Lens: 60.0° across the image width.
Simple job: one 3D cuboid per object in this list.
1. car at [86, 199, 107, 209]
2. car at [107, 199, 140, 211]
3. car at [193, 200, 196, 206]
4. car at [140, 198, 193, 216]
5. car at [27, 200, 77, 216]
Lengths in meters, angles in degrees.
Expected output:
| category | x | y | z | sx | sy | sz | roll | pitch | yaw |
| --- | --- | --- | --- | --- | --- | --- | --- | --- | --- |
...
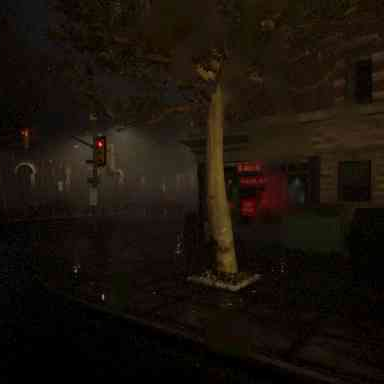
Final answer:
| category | x | y | z | sx | sy | sz | roll | pitch | yaw |
| --- | --- | --- | --- | --- | --- | --- | --- | --- | --- |
| car | -11.918 | 1.595 | 45.144 | 1.895 | 1.301 | 4.718 | 0 | 0 | 36 |
| car | -7.440 | 1.601 | 40.004 | 1.895 | 1.301 | 4.718 | 0 | 0 | 36 |
| car | -1.368 | 1.547 | 48.282 | 2.033 | 1.411 | 5.357 | 0 | 0 | 36 |
| car | -2.430 | 1.477 | 32.957 | 1.882 | 1.535 | 5.008 | 0 | 0 | 36 |
| car | -13.334 | 1.526 | 31.926 | 1.812 | 1.442 | 4.674 | 0 | 0 | 36 |
